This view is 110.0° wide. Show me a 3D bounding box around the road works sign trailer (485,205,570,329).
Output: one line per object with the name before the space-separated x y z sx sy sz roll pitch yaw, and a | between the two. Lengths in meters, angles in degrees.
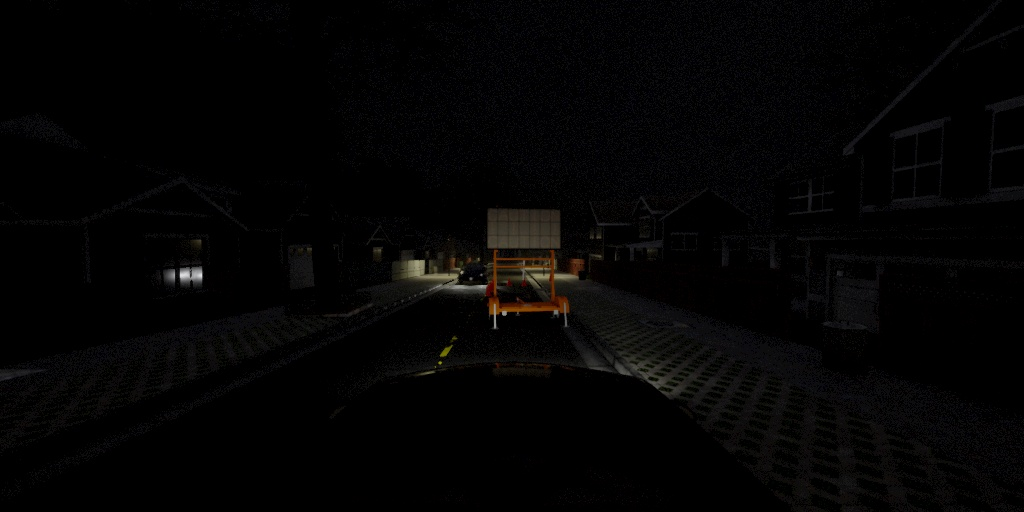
road works sign trailer | 0.353 0.209 11.324 2.380 3.560 2.880 0 0 -7

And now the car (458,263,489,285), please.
car | -2.770 1.273 26.548 1.812 1.442 4.674 0 0 0
